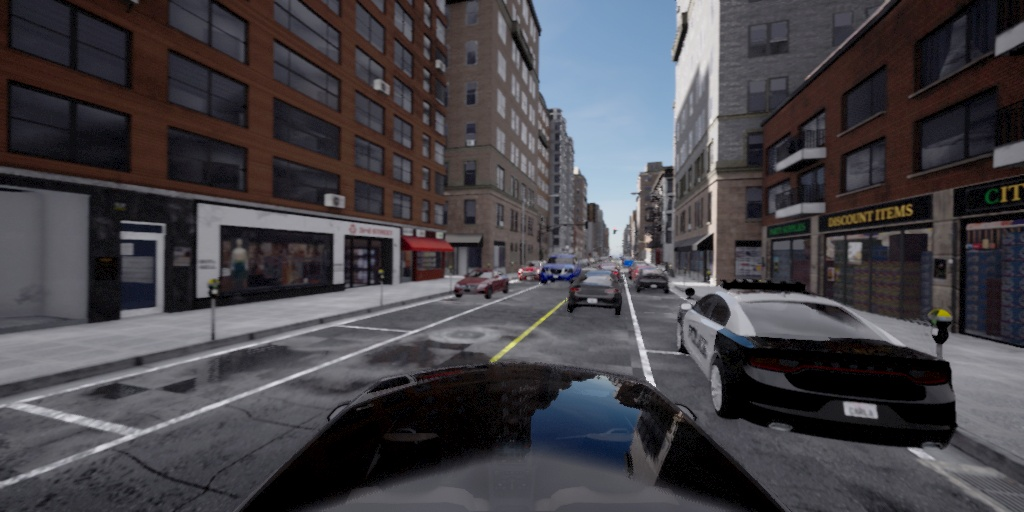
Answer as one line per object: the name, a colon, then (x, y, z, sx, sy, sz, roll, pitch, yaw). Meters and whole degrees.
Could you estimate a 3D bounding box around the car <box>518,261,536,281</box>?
car: (1.793, 1.114, 28.105, 1.967, 1.591, 4.097, 0, 0, 17)

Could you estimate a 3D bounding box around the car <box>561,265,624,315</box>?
car: (3.259, 1.268, 13.739, 1.812, 1.442, 4.674, 1, 0, 17)

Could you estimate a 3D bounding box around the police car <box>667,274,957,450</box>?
police car: (3.924, 1.204, 5.759, 1.930, 1.638, 5.238, 1, 0, 17)

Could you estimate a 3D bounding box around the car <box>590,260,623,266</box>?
car: (6.912, 1.264, 26.037, 1.812, 1.442, 4.674, 1, 0, 17)

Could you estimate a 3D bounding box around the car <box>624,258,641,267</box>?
car: (11.058, 1.206, 31.119, 1.967, 1.591, 4.097, 0, 0, 17)

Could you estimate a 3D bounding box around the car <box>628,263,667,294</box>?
car: (7.916, 1.320, 20.537, 2.007, 1.370, 4.403, 0, 0, 17)

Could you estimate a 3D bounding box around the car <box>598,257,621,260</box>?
car: (10.359, 1.190, 37.990, 1.801, 1.575, 5.366, 1, 0, 16)

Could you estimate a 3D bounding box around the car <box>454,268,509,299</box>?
car: (-1.349, 1.260, 17.525, 1.802, 1.307, 4.207, 0, 0, 17)

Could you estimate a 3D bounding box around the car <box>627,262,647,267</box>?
car: (9.487, 1.350, 25.828, 1.802, 1.307, 4.207, 0, 0, 17)

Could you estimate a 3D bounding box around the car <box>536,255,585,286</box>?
car: (3.509, 0.926, 24.918, 2.150, 2.045, 5.566, 1, 0, 17)
